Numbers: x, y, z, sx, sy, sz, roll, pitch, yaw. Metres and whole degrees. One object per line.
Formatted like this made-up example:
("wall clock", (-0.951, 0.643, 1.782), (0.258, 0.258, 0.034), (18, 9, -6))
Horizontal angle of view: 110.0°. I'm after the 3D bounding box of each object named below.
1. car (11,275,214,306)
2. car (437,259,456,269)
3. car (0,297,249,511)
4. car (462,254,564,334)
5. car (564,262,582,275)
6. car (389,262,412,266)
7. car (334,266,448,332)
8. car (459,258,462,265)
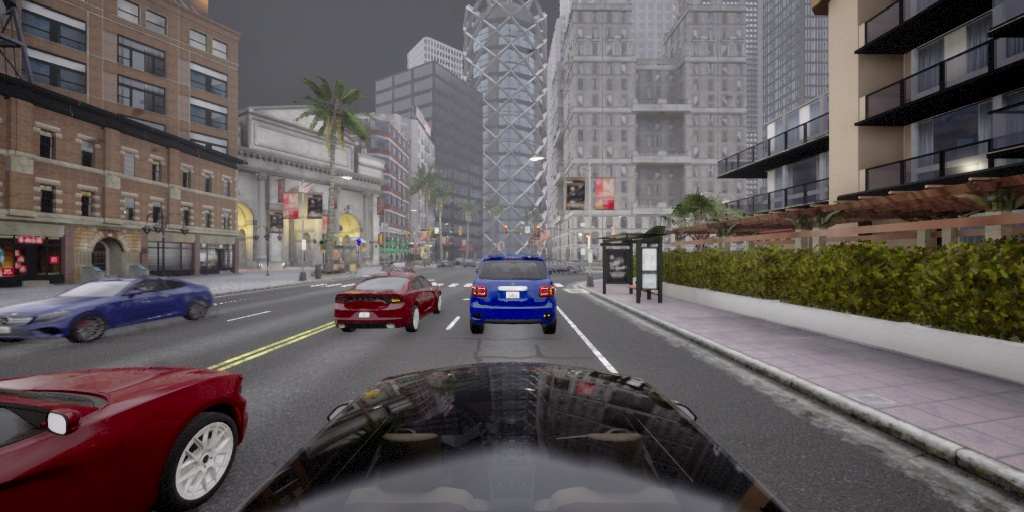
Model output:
("car", (-10.585, 1.276, 9.777), (1.812, 1.442, 4.674), (0, 0, 0))
("car", (-10.574, 1.313, 56.899), (1.994, 1.385, 4.181), (0, 0, 0))
("car", (-3.390, 1.228, 1.294), (1.882, 1.535, 5.008), (0, 0, 0))
("car", (0.054, 0.971, 10.763), (2.150, 2.045, 5.566), (0, 0, 1))
("car", (5.274, 1.241, 39.684), (4.902, 1.511, 2.128), (0, 0, 15))
("car", (-10.593, 1.275, 34.001), (1.812, 1.442, 4.674), (0, 0, 0))
("car", (-3.441, 1.228, 10.873), (1.882, 1.535, 5.008), (0, 0, 0))
("car", (-7.051, 1.297, 59.715), (2.033, 1.411, 5.357), (0, 0, -1))
